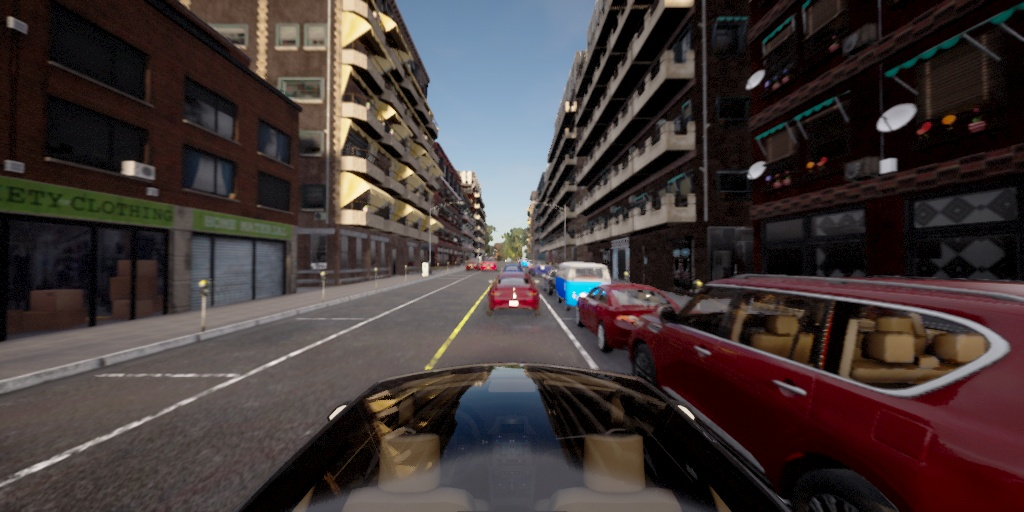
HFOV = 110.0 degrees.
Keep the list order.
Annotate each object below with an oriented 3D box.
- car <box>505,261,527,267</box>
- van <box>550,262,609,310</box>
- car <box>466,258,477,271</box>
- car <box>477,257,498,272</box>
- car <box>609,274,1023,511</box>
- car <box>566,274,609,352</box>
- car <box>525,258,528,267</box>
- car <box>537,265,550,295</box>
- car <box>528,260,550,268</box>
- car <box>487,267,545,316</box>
[{"bbox_3d":[0.073,1.385,28.797,1.812,1.442,4.674,0,0,0],"label":"car"},{"bbox_3d":[2.689,1.142,14.354,1.690,1.789,3.998,0,0,0],"label":"van"},{"bbox_3d":[-5.698,1.275,53.391,2.192,1.841,5.009,0,0,0],"label":"car"},{"bbox_3d":[-3.091,1.165,49.327,2.150,2.045,5.566,0,0,0],"label":"car"},{"bbox_3d":[2.690,1.071,3.212,2.192,1.841,5.009,0,0,0],"label":"car"},{"bbox_3d":[2.689,1.324,8.783,1.888,1.381,4.507,0,0,0],"label":"car"},{"bbox_3d":[3.105,1.280,45.355,2.097,1.767,4.553,0,0,0],"label":"car"},{"bbox_3d":[2.688,1.374,19.925,2.007,1.370,4.403,0,0,0],"label":"car"},{"bbox_3d":[3.106,1.252,38.354,2.097,1.767,4.553,0,0,0],"label":"car"},{"bbox_3d":[0.070,1.324,13.576,1.812,1.442,4.674,0,0,0],"label":"car"}]
